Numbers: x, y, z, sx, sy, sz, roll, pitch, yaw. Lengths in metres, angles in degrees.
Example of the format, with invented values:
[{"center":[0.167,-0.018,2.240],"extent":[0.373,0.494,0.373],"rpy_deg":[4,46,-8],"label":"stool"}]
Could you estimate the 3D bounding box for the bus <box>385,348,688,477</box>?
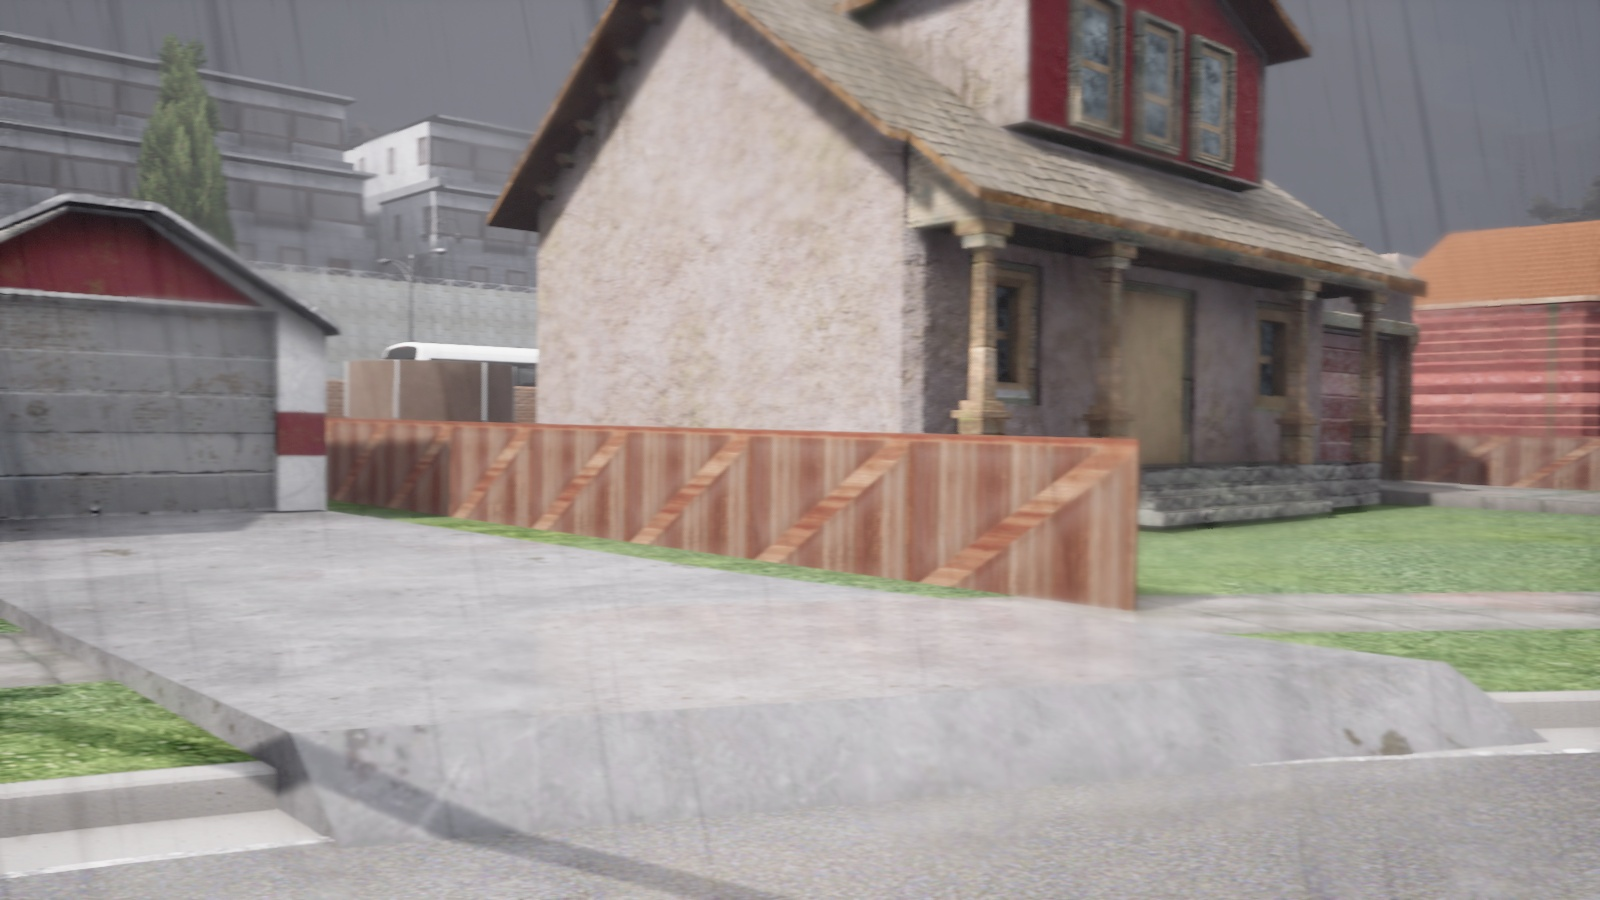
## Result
[{"center":[-9.453,-1.339,46.226],"extent":[10.273,4.253,3.944],"rpy_deg":[-2,1,-42],"label":"bus"}]
